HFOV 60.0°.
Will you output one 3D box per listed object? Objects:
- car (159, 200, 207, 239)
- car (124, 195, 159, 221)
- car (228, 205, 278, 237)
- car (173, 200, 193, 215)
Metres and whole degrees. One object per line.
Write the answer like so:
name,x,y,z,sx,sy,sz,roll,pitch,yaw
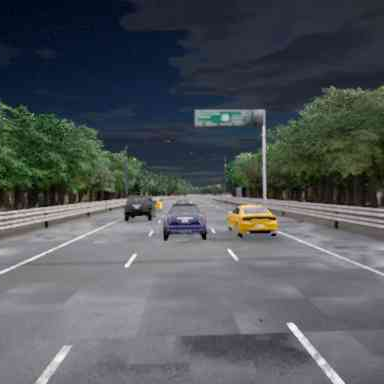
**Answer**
car,-0.398,1.358,17.516,2.097,1.767,4.553,-1,0,-2
car,-4.265,1.286,27.933,2.150,2.045,5.566,-1,0,-1
car,3.098,1.437,17.853,1.882,1.535,5.008,-1,0,-2
car,-0.988,1.594,36.025,1.994,1.385,4.181,-1,0,-2
